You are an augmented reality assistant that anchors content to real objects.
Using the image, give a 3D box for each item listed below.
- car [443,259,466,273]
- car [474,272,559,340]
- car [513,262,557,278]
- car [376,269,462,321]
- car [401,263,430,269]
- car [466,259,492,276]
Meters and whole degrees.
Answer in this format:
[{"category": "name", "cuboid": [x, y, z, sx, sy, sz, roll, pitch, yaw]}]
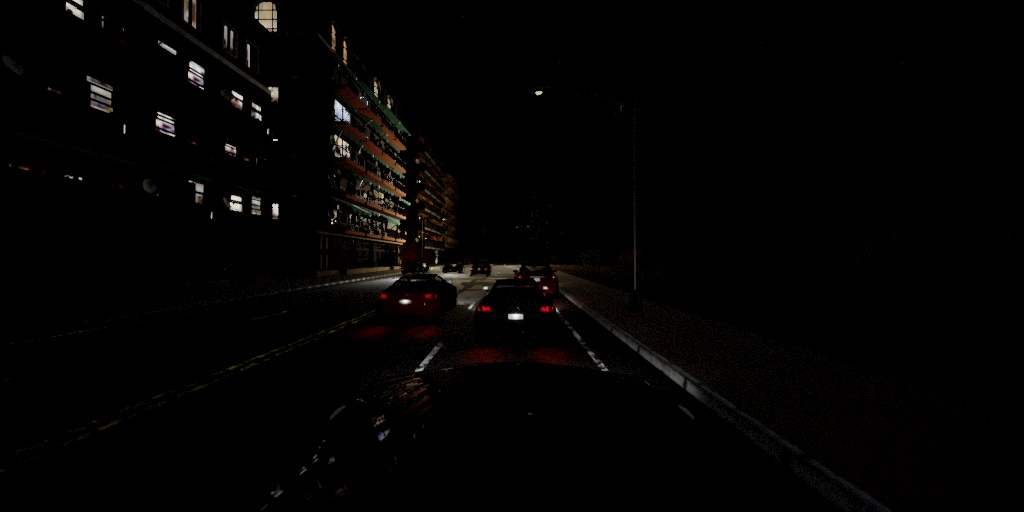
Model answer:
[{"category": "car", "cuboid": [-6.581, 1.315, 40.541, 1.994, 1.385, 4.181, 0, 0, 0]}, {"category": "car", "cuboid": [0.099, 1.315, 9.967, 1.994, 1.385, 4.181, 0, 0, 0]}, {"category": "car", "cuboid": [1.146, 1.103, 18.548, 2.097, 1.767, 4.553, 0, 0, 0]}, {"category": "car", "cuboid": [-3.146, 1.316, 12.563, 1.994, 1.385, 4.181, 0, 0, 0]}, {"category": "car", "cuboid": [-9.833, 1.353, 36.661, 1.895, 1.301, 4.718, 0, 0, 0]}, {"category": "car", "cuboid": [-3.130, 1.300, 36.614, 2.033, 1.411, 5.357, 0, 0, 0]}]
